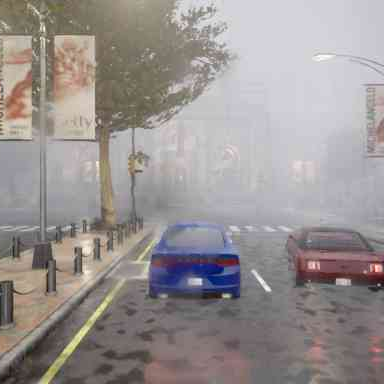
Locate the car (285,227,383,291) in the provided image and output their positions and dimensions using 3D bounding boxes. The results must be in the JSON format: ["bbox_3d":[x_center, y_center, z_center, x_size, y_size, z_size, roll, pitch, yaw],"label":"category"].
[{"bbox_3d":[3.669,1.601,9.143,1.895,1.301,4.718,0,0,13],"label":"car"}]

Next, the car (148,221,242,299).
[{"bbox_3d":[0.063,1.478,8.512,1.882,1.535,5.008,0,0,0],"label":"car"}]
